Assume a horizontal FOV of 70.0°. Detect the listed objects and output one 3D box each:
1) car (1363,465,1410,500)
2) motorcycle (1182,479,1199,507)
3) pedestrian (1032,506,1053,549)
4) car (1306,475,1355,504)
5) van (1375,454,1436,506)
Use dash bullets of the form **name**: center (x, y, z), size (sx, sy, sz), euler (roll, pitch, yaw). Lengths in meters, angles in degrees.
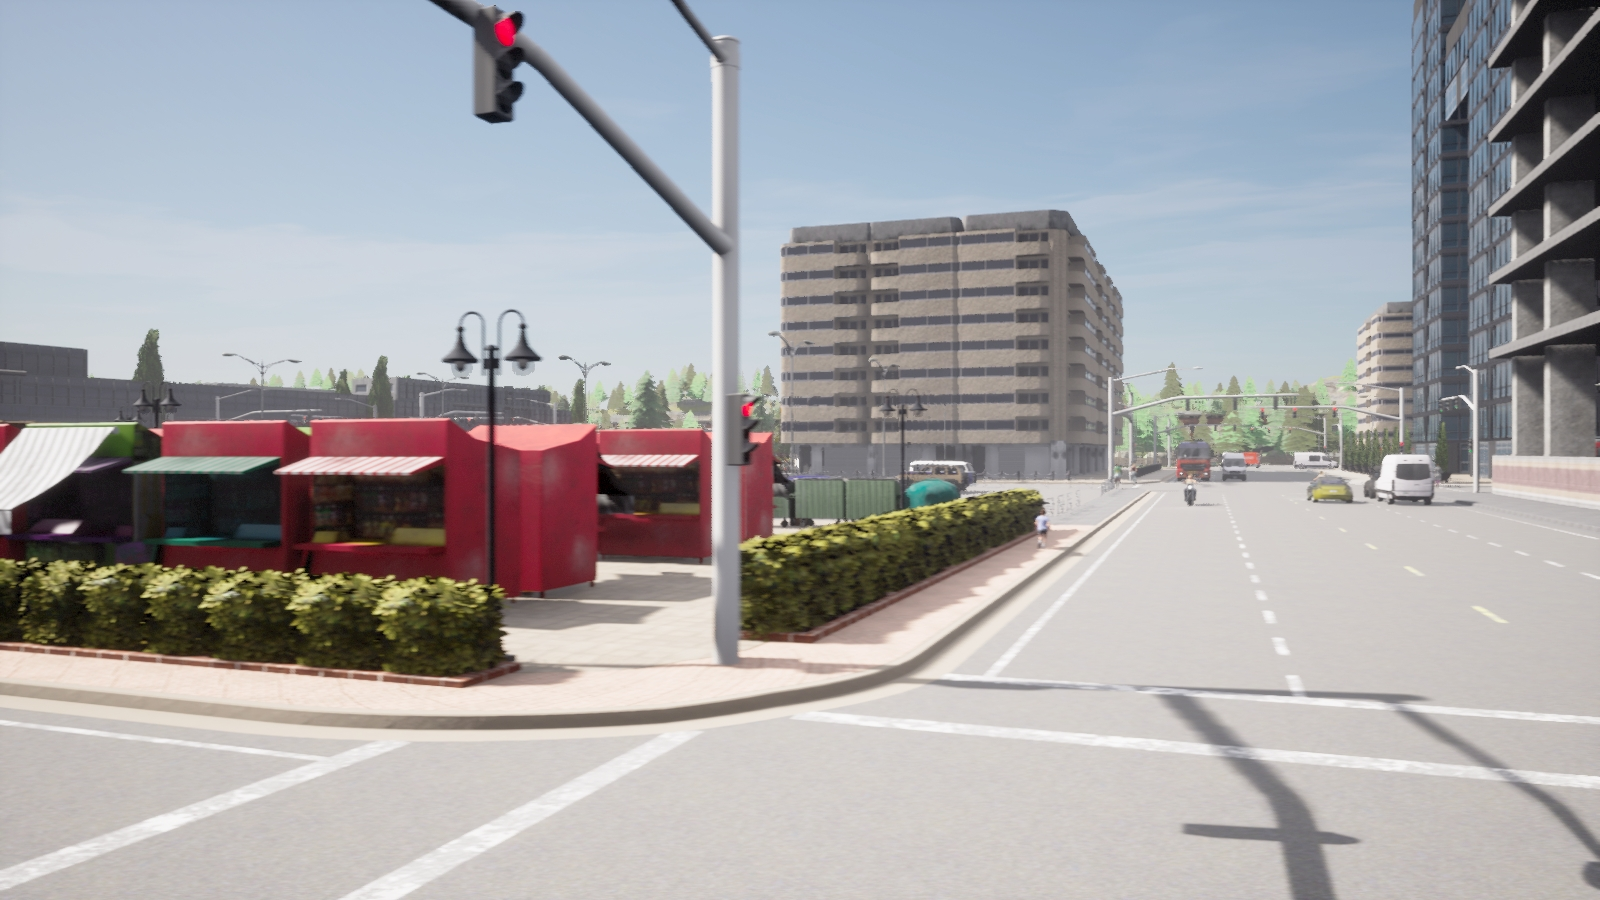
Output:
- **car**: center (33.876, 1.845, 66.118), size (1.905, 1.878, 3.866), euler (0, 0, 19)
- **motorcycle**: center (19.536, 2.149, 57.172), size (0.764, 1.307, 2.356), euler (0, 0, 20)
- **pedestrian**: center (6.439, 2.052, 30.331), size (0.500, 1.100, 0.500), euler (0, 0, 20)
- **car**: center (28.472, 2.107, 61.426), size (1.994, 1.385, 4.181), euler (0, 0, 20)
- **van**: center (31.633, 1.517, 59.845), size (1.988, 2.561, 5.915), euler (0, 0, 20)
